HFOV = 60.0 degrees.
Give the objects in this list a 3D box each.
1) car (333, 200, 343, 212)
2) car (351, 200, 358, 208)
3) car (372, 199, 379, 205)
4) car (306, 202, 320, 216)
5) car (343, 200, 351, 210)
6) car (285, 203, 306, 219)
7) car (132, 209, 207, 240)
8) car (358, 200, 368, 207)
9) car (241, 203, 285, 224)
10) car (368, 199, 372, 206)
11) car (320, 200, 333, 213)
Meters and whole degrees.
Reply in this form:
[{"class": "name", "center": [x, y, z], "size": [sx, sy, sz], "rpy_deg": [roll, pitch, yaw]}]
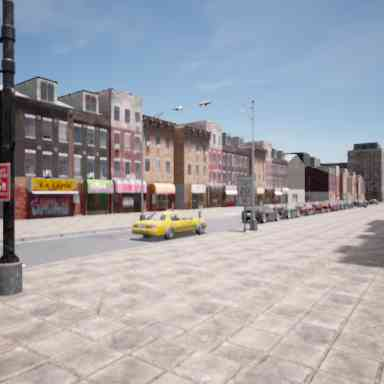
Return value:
[{"class": "car", "center": [18.463, 1.774, 44.703], "size": [1.967, 1.590, 4.097], "rpy_deg": [-1, -1, 35]}, {"class": "car", "center": [24.981, 2.004, 53.873], "size": [2.008, 1.369, 4.403], "rpy_deg": [-1, -1, 35]}, {"class": "car", "center": [44.530, 2.451, 81.386], "size": [2.008, 1.369, 4.403], "rpy_deg": [-2, -2, 35]}, {"class": "car", "center": [11.948, 1.811, 35.529], "size": [1.802, 1.307, 4.206], "rpy_deg": [-1, -1, 35]}, {"class": "car", "center": [21.723, 1.942, 49.287], "size": [2.008, 1.369, 4.403], "rpy_deg": [-1, -1, 35]}, {"class": "car", "center": [8.689, 1.733, 30.944], "size": [2.008, 1.369, 4.403], "rpy_deg": [-1, -1, 35]}, {"class": "car", "center": [-0.988, 1.588, 17.325], "size": [1.752, 1.417, 4.829], "rpy_deg": [-1, -1, 35]}, {"class": "car", "center": [31.499, 2.137, 63.045], "size": [2.008, 1.369, 4.403], "rpy_deg": [-1, -1, 35]}, {"class": "car", "center": [5.431, 1.705, 26.358], "size": [1.947, 1.339, 4.313], "rpy_deg": [-1, -1, 35]}, {"class": "car", "center": [34.756, 2.202, 67.630], "size": [1.887, 1.381, 4.507], "rpy_deg": [-1, -2, 35]}, {"class": "car", "center": [15.206, 1.824, 40.115], "size": [1.887, 1.381, 4.507], "rpy_deg": [-1, -1, 35]}]
